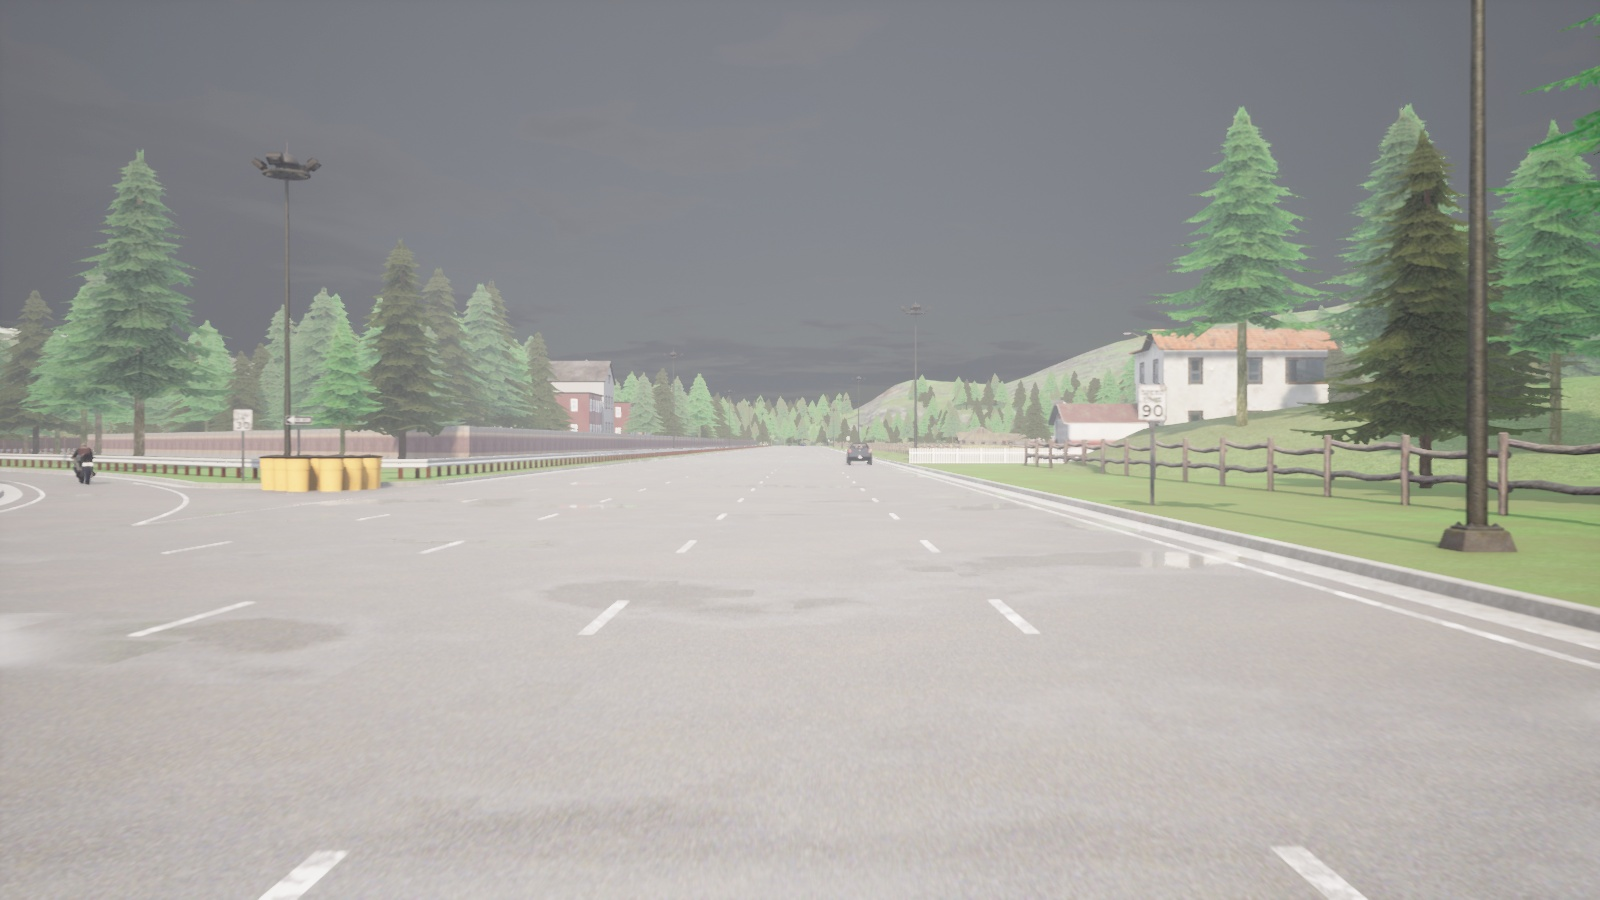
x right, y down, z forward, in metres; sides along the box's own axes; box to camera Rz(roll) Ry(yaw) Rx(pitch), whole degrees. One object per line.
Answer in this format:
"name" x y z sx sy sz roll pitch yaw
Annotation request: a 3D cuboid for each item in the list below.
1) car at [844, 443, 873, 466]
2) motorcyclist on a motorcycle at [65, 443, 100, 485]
"car" 4.011 0.279 85.959 1.845 1.501 3.633 0 0 0
"motorcyclist on a motorcycle" -26.468 0.499 46.327 0.866 1.530 2.191 0 0 -37
